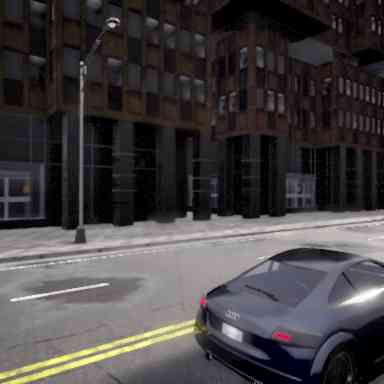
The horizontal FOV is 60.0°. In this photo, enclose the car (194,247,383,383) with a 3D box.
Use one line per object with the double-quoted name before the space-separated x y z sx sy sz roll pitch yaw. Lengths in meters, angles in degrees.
"car" 2.087 1.549 4.929 4.181 1.385 1.994 0 0 -35
